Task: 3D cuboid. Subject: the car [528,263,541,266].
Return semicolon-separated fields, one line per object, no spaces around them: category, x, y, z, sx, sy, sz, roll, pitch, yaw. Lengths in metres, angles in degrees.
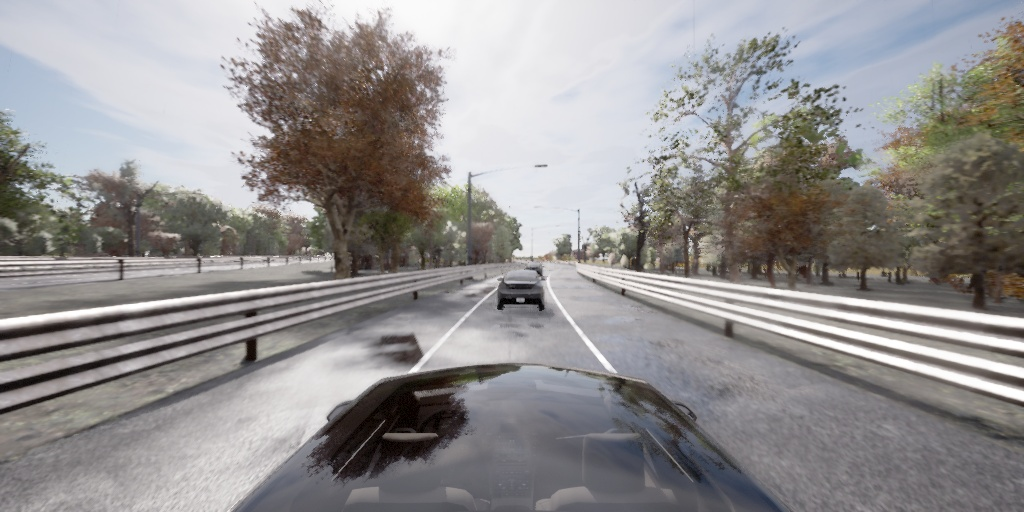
car;2.642;1.593;41.432;1.837;1.490;4.892;0;0;8

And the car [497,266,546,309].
car;0.415;1.364;15.524;1.837;1.490;4.892;0;0;3
